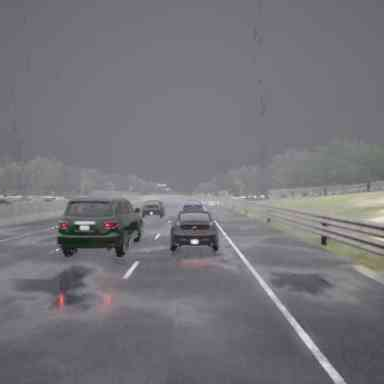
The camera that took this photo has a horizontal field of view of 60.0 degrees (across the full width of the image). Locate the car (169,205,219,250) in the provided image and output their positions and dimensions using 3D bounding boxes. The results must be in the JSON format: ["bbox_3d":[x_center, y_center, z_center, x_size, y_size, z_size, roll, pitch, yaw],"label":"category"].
[{"bbox_3d":[0.099,1.514,14.266,1.837,1.490,4.892,0,0,0],"label":"car"}]

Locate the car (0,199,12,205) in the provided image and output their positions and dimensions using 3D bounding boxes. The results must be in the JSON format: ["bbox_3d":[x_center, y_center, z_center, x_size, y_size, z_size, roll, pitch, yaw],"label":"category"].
[{"bbox_3d":[-21.096,1.529,35.453,1.837,1.490,4.892,0,0,0],"label":"car"}]

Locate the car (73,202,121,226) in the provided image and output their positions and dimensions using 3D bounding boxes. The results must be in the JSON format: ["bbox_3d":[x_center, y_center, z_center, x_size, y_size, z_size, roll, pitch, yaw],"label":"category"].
[{"bbox_3d":[-6.902,1.562,24.777,2.033,1.411,5.357,0,0,0],"label":"car"}]

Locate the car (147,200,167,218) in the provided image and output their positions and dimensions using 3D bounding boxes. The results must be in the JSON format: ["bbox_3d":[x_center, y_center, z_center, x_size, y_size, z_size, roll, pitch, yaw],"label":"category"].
[{"bbox_3d":[-3.402,1.525,30.325,1.837,1.490,4.892,0,0,0],"label":"car"}]

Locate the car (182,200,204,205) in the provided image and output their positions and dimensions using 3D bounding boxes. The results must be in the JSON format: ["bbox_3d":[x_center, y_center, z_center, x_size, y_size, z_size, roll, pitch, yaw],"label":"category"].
[{"bbox_3d":[0.098,1.499,31.813,1.882,1.535,5.008,0,0,0],"label":"car"}]

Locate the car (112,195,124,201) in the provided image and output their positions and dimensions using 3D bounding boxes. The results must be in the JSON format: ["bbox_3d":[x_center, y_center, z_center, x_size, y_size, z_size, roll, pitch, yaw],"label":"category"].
[{"bbox_3d":[-17.505,1.302,78.966,1.994,1.385,4.181,0,0,0],"label":"car"}]

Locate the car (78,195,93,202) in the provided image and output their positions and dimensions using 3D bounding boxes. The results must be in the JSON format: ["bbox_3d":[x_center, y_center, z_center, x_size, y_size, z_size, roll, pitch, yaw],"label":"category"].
[{"bbox_3d":[-24.505,1.552,76.774,1.837,1.490,4.892,0,0,0],"label":"car"}]

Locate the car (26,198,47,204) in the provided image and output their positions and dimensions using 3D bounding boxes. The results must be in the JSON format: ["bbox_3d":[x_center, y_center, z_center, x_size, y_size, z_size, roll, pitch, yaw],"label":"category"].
[{"bbox_3d":[-17.590,1.506,38.242,1.882,1.535,5.008,0,0,0],"label":"car"}]

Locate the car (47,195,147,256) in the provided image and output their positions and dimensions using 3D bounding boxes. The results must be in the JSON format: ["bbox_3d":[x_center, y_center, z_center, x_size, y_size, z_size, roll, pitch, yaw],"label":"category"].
[{"bbox_3d":[-3.390,1.229,13.260,2.150,2.045,5.566,0,0,0],"label":"car"}]

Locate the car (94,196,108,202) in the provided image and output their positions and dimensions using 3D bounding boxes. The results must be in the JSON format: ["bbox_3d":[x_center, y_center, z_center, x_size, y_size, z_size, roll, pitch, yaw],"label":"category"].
[{"bbox_3d":[-21.005,1.647,76.744,1.895,1.301,4.718,0,0,0],"label":"car"}]
